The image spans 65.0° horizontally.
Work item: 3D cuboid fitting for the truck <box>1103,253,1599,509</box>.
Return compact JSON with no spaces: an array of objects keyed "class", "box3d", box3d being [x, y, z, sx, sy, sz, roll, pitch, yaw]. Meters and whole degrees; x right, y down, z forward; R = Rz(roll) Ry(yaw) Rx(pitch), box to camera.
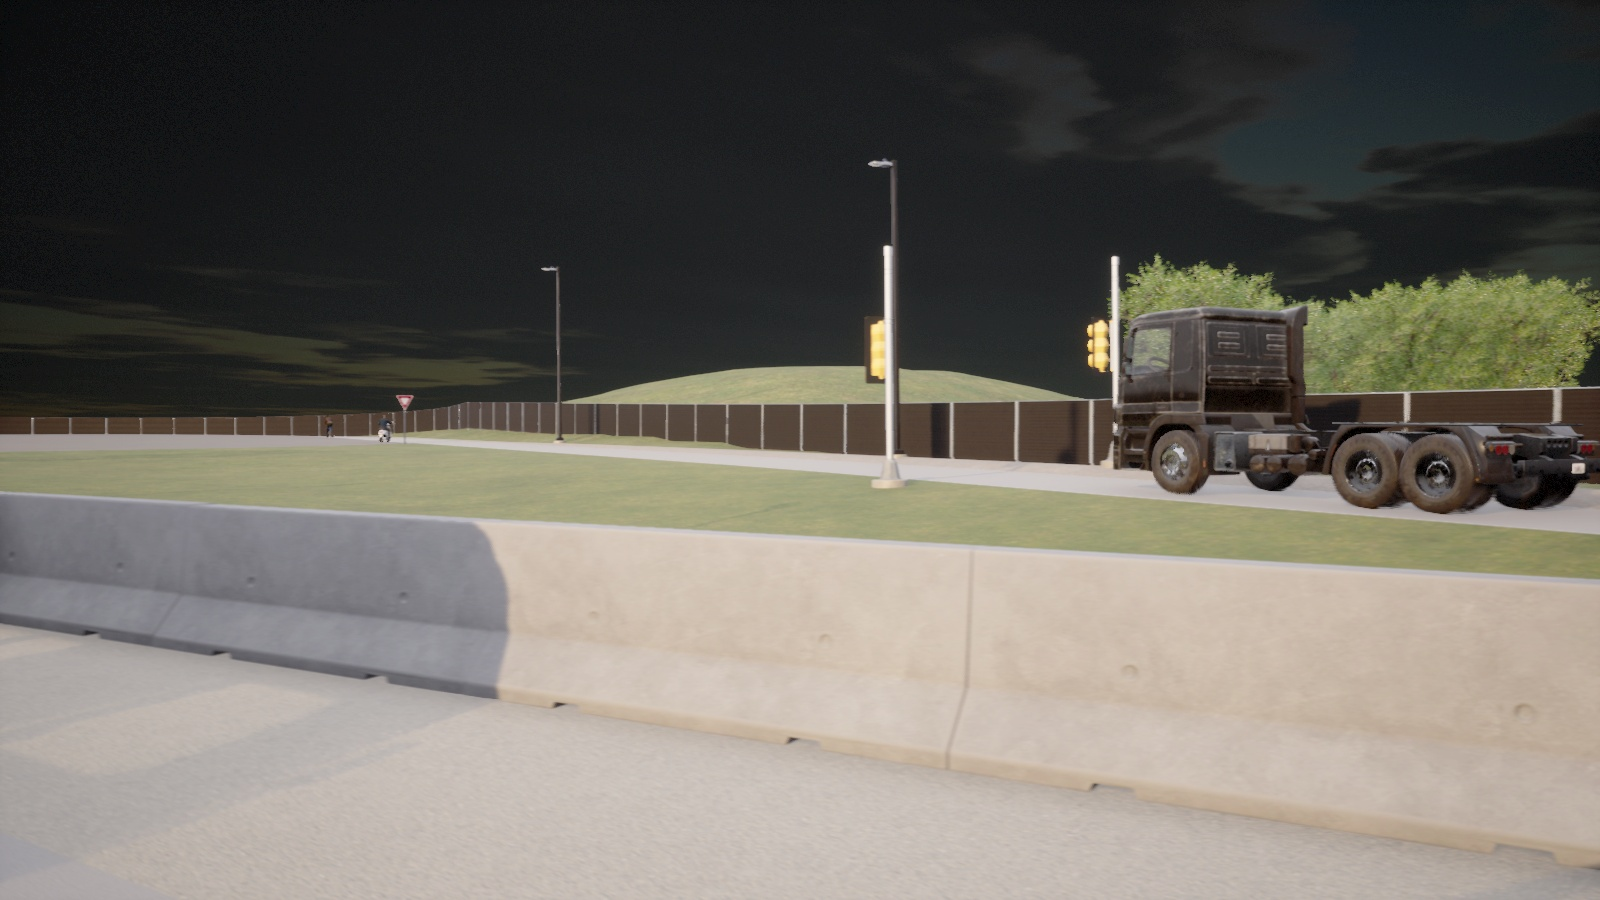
[{"class":"truck","box3d":[9.001,-1.039,21.172,2.891,3.462,7.936,-2,2,-29]}]
